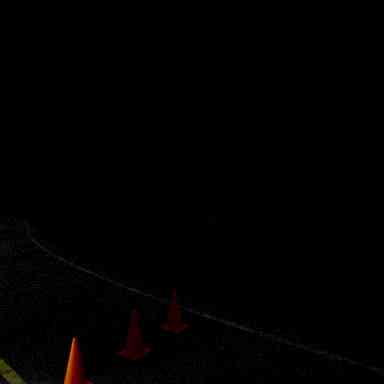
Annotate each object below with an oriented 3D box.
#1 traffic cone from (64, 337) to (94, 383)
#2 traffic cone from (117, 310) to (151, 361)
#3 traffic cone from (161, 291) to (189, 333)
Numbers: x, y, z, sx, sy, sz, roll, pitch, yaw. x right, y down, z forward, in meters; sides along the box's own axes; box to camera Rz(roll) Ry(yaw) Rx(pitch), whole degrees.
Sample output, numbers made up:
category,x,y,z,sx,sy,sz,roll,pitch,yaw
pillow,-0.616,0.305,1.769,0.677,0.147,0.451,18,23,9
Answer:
category,x,y,z,sx,sy,sz,roll,pitch,yaw
traffic cone,-1.318,1.945,3.762,0.340,0.580,0.340,1,1,31
traffic cone,-0.800,1.938,4.613,0.340,0.580,0.340,1,1,31
traffic cone,-0.281,1.931,5.464,0.340,0.580,0.340,1,1,31
